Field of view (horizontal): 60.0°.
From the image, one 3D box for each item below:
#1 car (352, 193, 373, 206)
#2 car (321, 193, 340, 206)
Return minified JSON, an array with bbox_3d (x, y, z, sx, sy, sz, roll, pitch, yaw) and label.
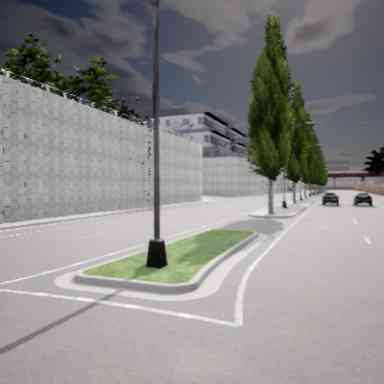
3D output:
[{"bbox_3d":[20.248,0.877,39.539,1.837,1.490,4.892,0,1,23],"label":"car"},{"bbox_3d":[16.861,0.873,40.544,1.837,1.490,4.892,0,1,23],"label":"car"}]
